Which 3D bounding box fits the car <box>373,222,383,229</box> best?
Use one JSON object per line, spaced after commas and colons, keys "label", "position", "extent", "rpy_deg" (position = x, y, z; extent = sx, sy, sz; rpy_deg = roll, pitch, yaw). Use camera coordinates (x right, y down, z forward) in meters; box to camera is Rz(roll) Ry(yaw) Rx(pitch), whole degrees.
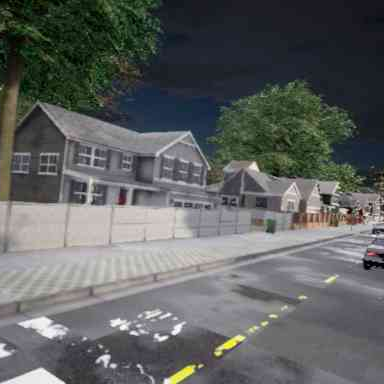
{"label": "car", "position": [21.668, 4.109, 37.510], "extent": [2.033, 1.411, 5.357], "rpy_deg": [5, -1, 35]}

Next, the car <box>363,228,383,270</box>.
{"label": "car", "position": [8.468, 2.535, 13.942], "extent": [2.033, 1.411, 5.357], "rpy_deg": [5, -1, 35]}
